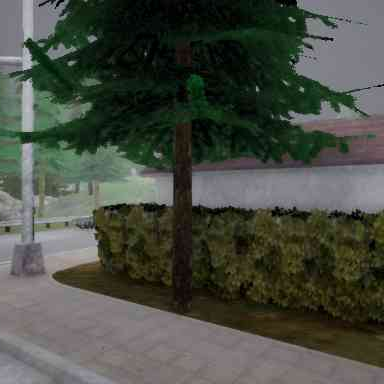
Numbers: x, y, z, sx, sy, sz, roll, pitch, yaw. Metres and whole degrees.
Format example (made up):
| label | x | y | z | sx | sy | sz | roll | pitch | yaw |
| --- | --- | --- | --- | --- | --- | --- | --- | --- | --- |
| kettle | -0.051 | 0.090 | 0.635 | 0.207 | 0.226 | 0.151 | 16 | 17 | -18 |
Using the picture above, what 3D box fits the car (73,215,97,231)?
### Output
| label | x | y | z | sx | sy | sz | roll | pitch | yaw |
| --- | --- | --- | --- | --- | --- | --- | --- | --- | --- |
| car | -5.499 | 1.792 | 22.284 | 1.895 | 1.301 | 4.718 | 0 | 0 | 35 |
